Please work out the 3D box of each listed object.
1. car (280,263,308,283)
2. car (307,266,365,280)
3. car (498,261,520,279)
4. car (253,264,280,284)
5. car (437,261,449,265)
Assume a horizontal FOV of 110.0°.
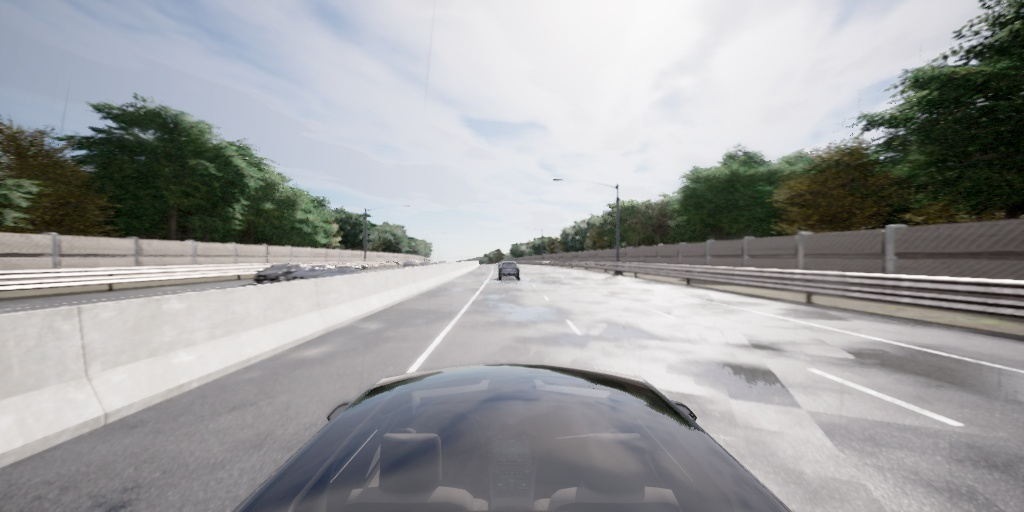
[{"bbox_3d":[-14.332,1.384,25.975,1.994,1.385,4.181,0,0,-1],"label":"car"},{"bbox_3d":[-10.775,1.371,22.900,1.994,1.385,4.181,0,0,-1],"label":"car"},{"bbox_3d":[-0.303,1.250,33.173,2.033,1.649,4.856,0,0,-2],"label":"car"},{"bbox_3d":[-17.869,1.336,27.972,1.837,1.490,4.892,0,-1,-1],"label":"car"},{"bbox_3d":[-12.095,1.519,63.197,1.812,1.442,4.674,0,0,-2],"label":"car"}]
